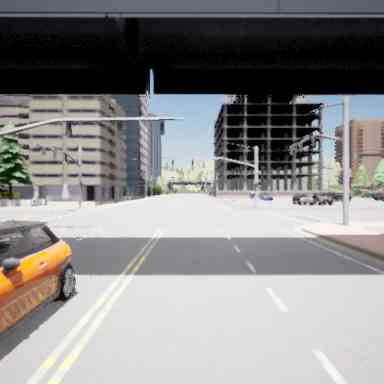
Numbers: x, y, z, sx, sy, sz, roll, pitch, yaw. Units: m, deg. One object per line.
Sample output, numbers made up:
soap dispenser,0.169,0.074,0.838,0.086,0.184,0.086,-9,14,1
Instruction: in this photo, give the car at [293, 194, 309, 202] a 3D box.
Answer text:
car,22.182,1.229,67.764,1.970,1.475,3.806,0,0,0

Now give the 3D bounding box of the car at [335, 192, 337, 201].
car,33.481,0.949,82.950,1.932,1.855,4.605,0,0,0

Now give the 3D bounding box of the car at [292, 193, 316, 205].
car,16.637,1.030,50.333,1.932,1.855,4.605,0,0,0

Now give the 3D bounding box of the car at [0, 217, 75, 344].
car,-3.563,1.339,5.214,2.097,1.767,4.553,0,0,0

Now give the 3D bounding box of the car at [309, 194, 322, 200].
car,30.798,1.160,82.892,1.784,1.438,3.905,0,0,0

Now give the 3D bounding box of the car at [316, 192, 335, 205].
car,19.532,1.032,50.288,1.905,1.878,3.866,0,0,0

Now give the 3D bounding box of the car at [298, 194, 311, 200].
car,27.903,1.192,82.884,1.970,1.475,3.806,0,0,0

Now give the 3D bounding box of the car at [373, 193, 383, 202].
car,39.079,0.985,67.907,1.932,1.855,4.605,0,0,0
